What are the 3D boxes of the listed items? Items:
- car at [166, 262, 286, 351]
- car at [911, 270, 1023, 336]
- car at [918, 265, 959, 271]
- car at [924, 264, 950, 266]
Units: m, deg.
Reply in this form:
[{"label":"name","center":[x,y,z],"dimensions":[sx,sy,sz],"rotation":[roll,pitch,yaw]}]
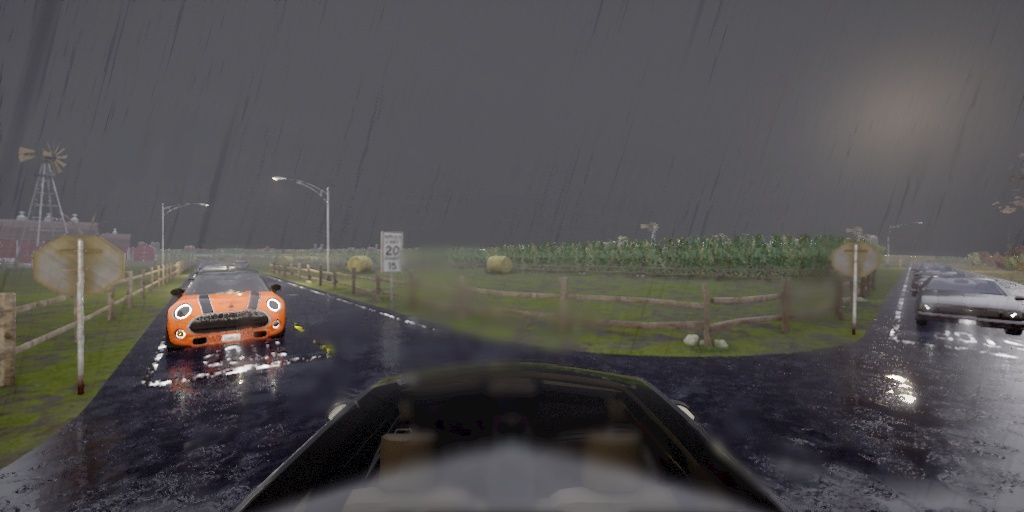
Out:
[{"label":"car","center":[-7.395,1.153,9.398],"dimensions":[2.097,1.767,4.553],"rotation":[0,0,-39]},{"label":"car","center":[13.726,1.336,10.968],"dimensions":[5.357,1.411,2.033],"rotation":[0,1,-42]},{"label":"car","center":[21.187,1.367,17.616],"dimensions":[4.181,1.385,1.994],"rotation":[0,1,-42]},{"label":"car","center":[28.881,1.314,24.462],"dimensions":[4.902,1.511,2.128],"rotation":[0,1,-41]}]
